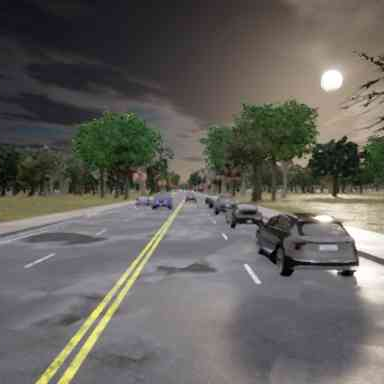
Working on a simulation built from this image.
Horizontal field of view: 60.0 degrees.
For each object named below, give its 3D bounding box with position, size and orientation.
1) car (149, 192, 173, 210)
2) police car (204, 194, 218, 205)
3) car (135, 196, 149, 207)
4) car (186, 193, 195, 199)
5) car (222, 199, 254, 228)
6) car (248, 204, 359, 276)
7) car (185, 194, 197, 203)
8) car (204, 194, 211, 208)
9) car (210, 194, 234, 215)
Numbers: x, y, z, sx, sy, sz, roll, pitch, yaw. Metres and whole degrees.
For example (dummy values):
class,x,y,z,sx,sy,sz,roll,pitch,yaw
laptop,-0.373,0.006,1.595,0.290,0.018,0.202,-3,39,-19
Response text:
class,x,y,z,sx,sy,sz,roll,pitch,yaw
car,-3.429,1.052,39.555,2.150,2.045,5.566,0,0,0
police car,3.093,1.192,54.307,1.930,1.638,5.238,0,0,0
car,-6.693,1.327,46.468,1.812,1.442,4.674,0,0,0
car,-0.340,1.063,80.987,1.994,1.385,4.181,0,0,0
car,3.224,1.413,21.181,1.837,1.490,4.892,0,0,0
car,3.244,1.387,10.175,2.033,1.649,4.856,0,0,0
car,-0.207,1.082,63.144,2.097,1.767,4.553,0,0,0
car,3.149,1.318,43.222,2.163,1.488,4.792,0,0,0
car,3.193,1.213,32.156,2.097,1.767,4.553,0,0,0
